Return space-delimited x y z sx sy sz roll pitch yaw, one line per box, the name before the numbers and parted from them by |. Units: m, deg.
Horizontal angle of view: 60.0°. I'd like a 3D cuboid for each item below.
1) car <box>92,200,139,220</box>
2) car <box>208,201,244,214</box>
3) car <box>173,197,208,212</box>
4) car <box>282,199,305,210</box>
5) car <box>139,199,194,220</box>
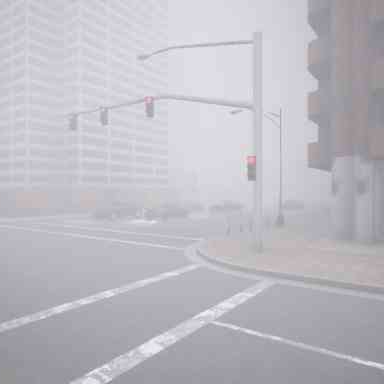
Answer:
car | -6.192 1.505 28.138 1.837 1.490 4.892 0 0 35
car | 3.788 1.601 36.235 1.895 1.301 4.718 0 0 35
car | -0.474 1.564 36.265 1.994 1.385 4.181 0 0 35
car | 13.210 1.563 43.283 1.994 1.385 4.181 0 0 35
car | -2.082 1.564 27.899 1.994 1.385 4.181 0 0 35
